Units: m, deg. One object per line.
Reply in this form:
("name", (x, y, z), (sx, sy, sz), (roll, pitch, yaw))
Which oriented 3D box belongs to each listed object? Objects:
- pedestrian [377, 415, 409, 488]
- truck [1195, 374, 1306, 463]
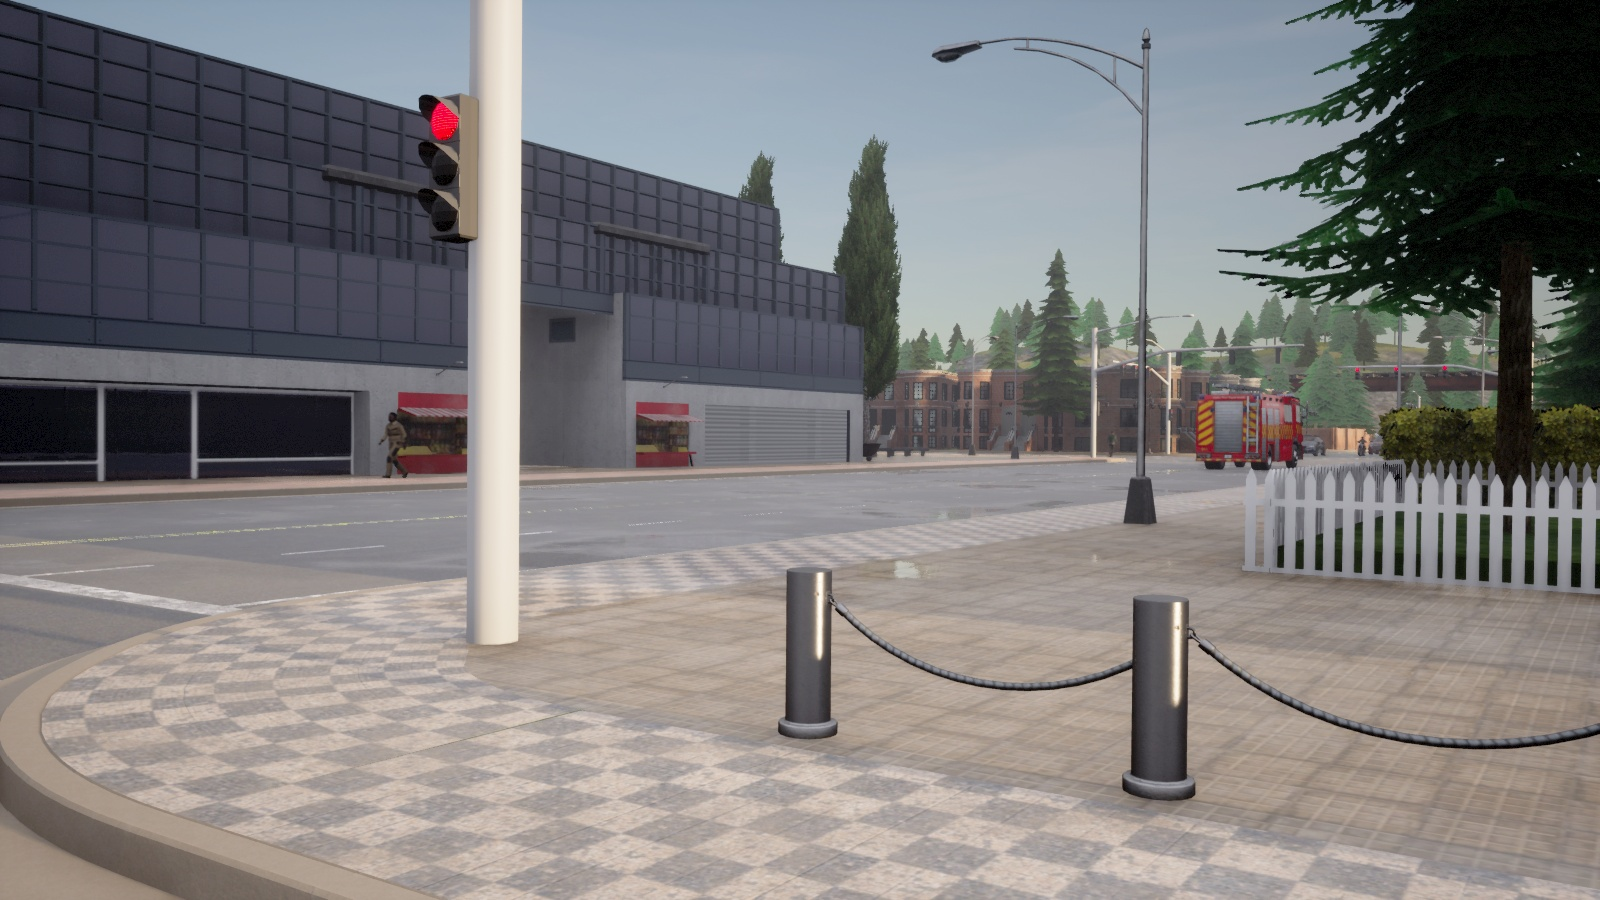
("pedestrian", (-10.798, 0.032, 33.338), (0.396, 1.930, 0.692), (0, 1, 31))
("truck", (21.085, -1.422, 58.443), (2.891, 3.827, 8.468), (0, 1, 34))
